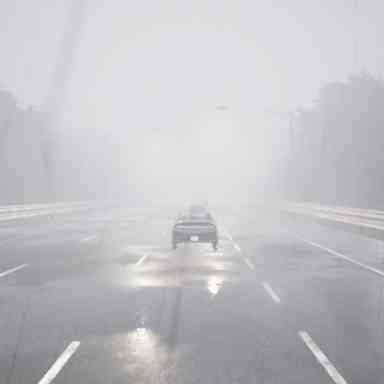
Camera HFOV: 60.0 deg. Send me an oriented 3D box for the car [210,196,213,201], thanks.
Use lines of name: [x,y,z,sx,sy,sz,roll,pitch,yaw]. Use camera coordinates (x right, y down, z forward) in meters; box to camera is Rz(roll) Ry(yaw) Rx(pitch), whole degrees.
car: [3.419,1.866,81.148,2.128,1.511,4.902,0,0,5]

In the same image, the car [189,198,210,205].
car: [0.627,1.636,33.844,1.812,1.442,4.674,0,0,2]

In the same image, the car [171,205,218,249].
car: [0.136,1.527,14.770,2.128,1.511,4.902,0,0,1]
